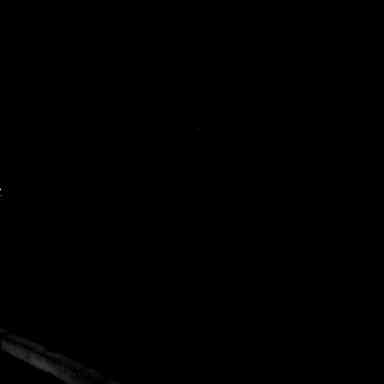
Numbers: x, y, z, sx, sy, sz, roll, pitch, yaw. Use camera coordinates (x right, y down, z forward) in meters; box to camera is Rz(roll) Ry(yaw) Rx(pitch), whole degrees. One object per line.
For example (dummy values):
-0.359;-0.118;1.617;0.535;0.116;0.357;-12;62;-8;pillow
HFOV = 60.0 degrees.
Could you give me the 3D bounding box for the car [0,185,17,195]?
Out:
-34.917;-0.497;62.063;2.097;1.767;4.553;4;-1;11;car
